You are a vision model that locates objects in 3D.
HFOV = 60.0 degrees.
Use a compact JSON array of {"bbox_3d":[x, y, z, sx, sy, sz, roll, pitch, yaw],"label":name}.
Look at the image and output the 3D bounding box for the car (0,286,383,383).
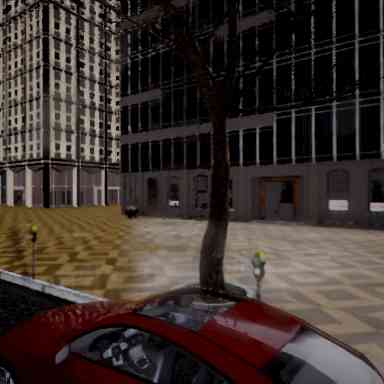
[{"bbox_3d":[-0.181,1.577,3.011,4.206,1.307,1.802,0,0,36],"label":"car"}]
